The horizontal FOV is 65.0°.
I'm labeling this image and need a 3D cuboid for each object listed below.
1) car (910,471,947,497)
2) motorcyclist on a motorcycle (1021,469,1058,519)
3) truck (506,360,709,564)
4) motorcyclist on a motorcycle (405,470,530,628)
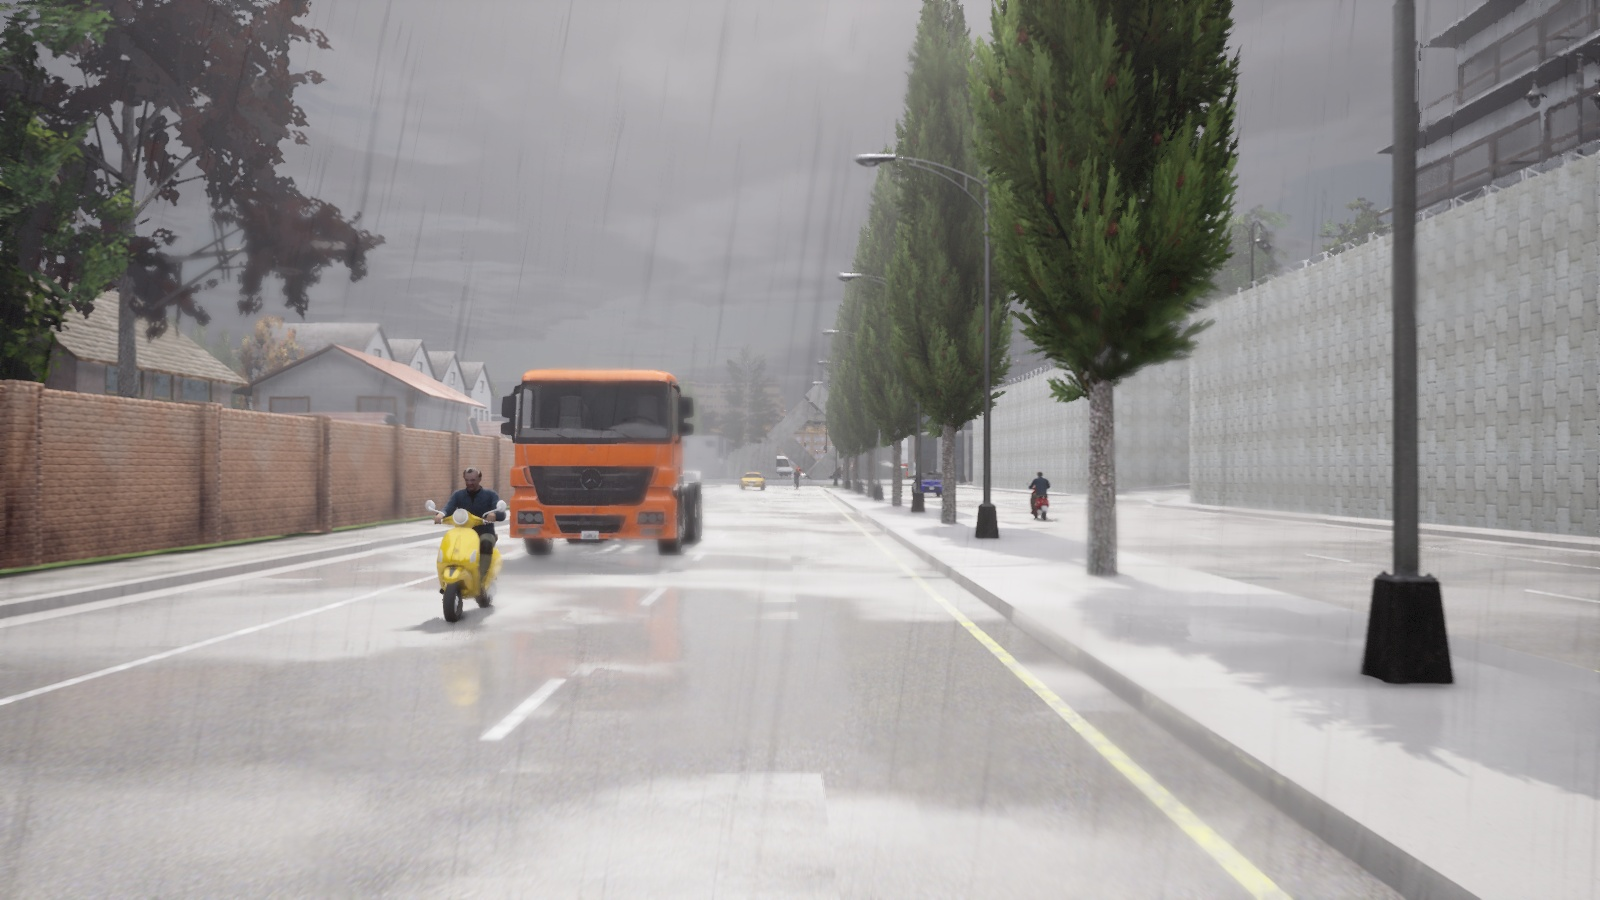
[{"bbox_3d":[7.811,2.069,76.555,1.816,1.474,4.193,0,-1,0],"label":"car"},{"bbox_3d":[7.899,1.431,41.465,0.866,1.590,1.817,0,-1,0],"label":"motorcyclist on a motorcycle"},{"bbox_3d":[-3.565,0.271,25.301,2.891,3.462,7.936,0,-1,0],"label":"truck"},{"bbox_3d":[-3.533,1.009,13.524,0.866,1.590,1.817,0,-1,0],"label":"motorcyclist on a motorcycle"}]
